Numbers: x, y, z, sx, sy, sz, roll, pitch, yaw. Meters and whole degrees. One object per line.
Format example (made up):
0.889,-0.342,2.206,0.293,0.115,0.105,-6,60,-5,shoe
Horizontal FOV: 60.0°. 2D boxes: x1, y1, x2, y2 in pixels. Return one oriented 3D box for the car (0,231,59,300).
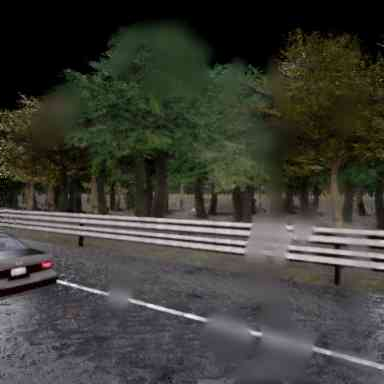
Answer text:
-5.362,1.576,7.820,5.357,1.411,2.033,0,0,35,car
